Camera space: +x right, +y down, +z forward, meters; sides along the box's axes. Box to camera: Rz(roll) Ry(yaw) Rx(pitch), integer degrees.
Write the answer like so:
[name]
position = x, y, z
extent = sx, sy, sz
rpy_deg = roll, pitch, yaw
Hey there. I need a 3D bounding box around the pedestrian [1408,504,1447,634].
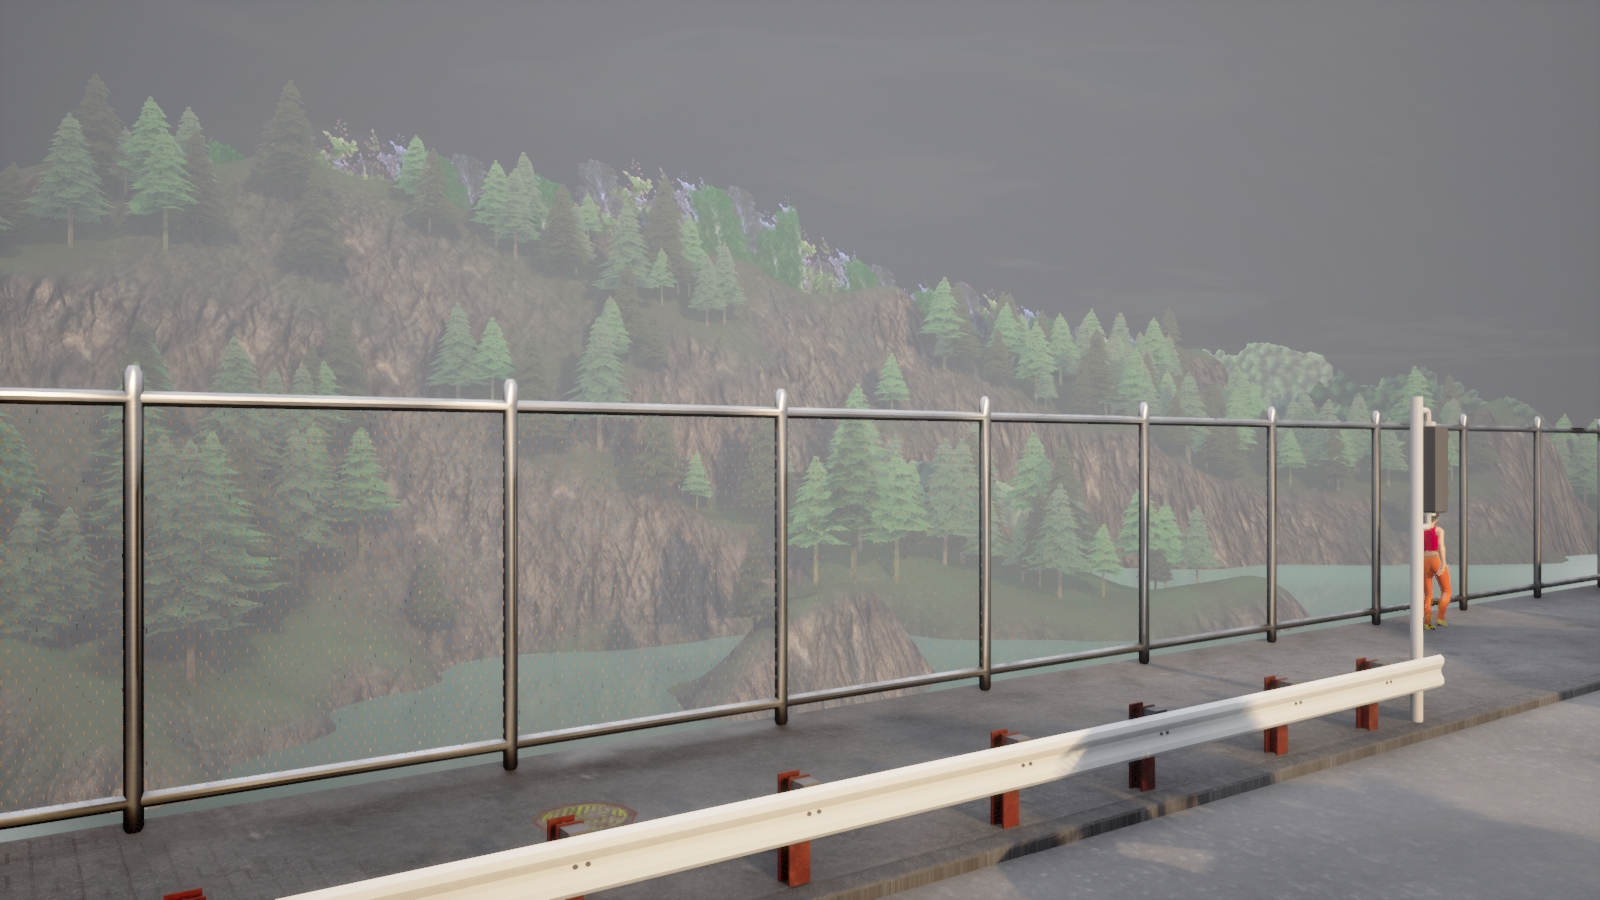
[pedestrian]
position = 9.257, 1.737, 16.858
extent = 0.375, 1.860, 0.375
rpy_deg = 0, 0, -37
